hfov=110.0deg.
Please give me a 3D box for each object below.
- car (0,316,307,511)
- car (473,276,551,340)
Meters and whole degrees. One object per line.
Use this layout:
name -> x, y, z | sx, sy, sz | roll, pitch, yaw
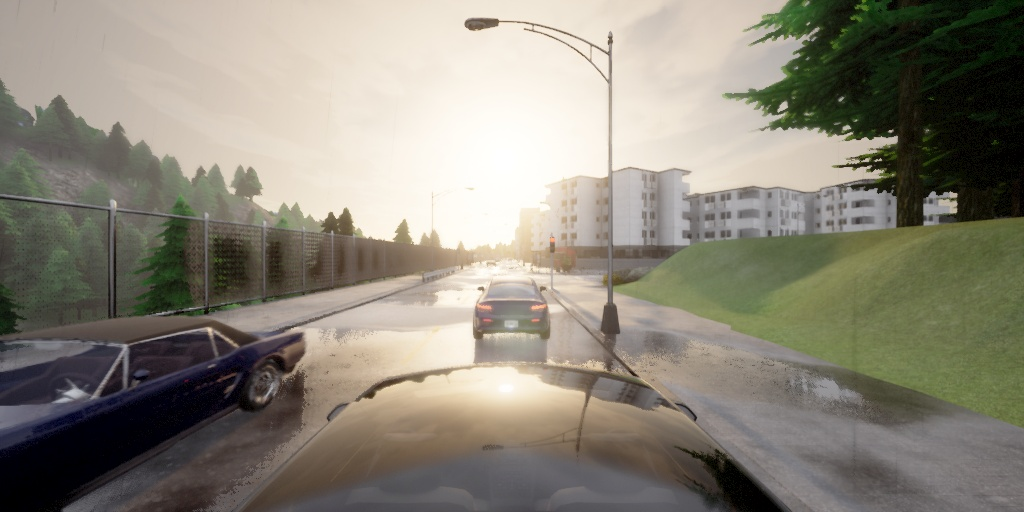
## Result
car -> -4.101, 1.350, 3.309 | 1.895, 1.301, 4.718 | 0, 0, 0
car -> -0.003, 1.274, 9.899 | 1.812, 1.442, 4.674 | 0, 0, 0
